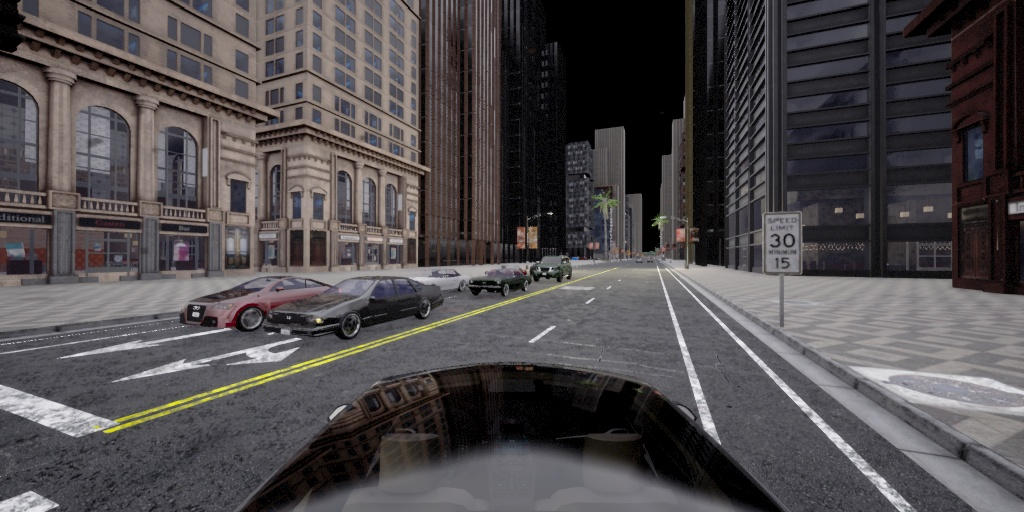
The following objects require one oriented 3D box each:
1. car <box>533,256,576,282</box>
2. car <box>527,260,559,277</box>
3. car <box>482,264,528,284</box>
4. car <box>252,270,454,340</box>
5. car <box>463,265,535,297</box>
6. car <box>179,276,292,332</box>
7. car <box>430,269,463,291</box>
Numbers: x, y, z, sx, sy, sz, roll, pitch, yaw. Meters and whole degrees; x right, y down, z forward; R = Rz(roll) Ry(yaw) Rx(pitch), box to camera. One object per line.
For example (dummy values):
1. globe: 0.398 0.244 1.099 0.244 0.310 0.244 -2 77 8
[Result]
1. car: 3.419 0.986 29.305 2.150 2.045 5.566 0 0 21
2. car: 3.363 1.250 37.884 1.882 1.535 5.008 0 0 22
3. car: -0.436 1.364 28.411 1.895 1.301 4.718 0 0 22
4. car: -4.064 1.299 10.450 2.033 1.411 5.357 0 0 22
5. car: -0.528 1.357 19.364 1.895 1.301 4.718 0 0 22
6. car: -7.335 1.316 11.006 1.994 1.385 4.181 0 0 22
7. car: -4.110 1.356 19.152 1.895 1.301 4.718 0 0 22
